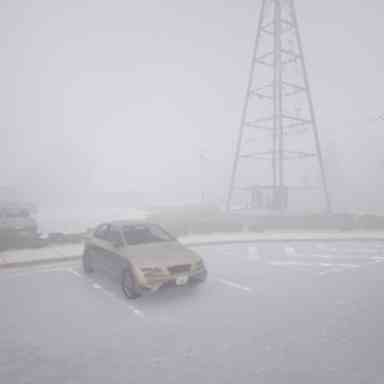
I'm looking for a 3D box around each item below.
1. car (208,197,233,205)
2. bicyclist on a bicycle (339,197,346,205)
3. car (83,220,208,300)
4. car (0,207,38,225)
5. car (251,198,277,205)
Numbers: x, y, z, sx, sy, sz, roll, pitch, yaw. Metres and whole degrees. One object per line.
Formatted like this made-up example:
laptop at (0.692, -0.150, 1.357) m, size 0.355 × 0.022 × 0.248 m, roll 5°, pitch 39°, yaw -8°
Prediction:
car at (4.450, 1.558, 53.589) m, size 4.181 × 1.385 × 1.994 m, roll 0°, pitch 0°, yaw 32°
bicyclist on a bicycle at (18.345, 1.396, 40.523) m, size 1.656 × 1.620 × 0.582 m, roll -7°, pitch 4°, yaw -34°
car at (-1.394, 1.506, 8.486) m, size 1.816 × 1.474 × 4.193 m, roll 0°, pitch 0°, yaw -35°
car at (-9.777, 1.522, 18.317) m, size 1.784 × 1.438 × 3.905 m, roll 0°, pitch 0°, yaw -35°
car at (9.451, 1.471, 41.148) m, size 1.882 × 1.535 × 5.008 m, roll 0°, pitch 0°, yaw -34°
